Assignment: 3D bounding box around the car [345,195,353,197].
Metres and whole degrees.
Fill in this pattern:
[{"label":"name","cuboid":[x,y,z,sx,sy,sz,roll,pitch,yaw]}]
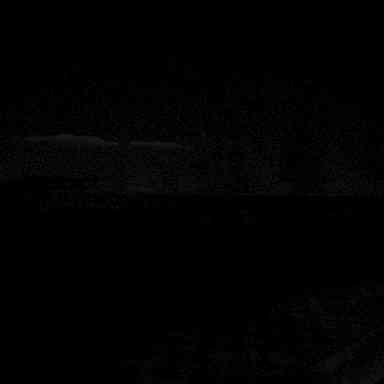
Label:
[{"label":"car","cuboid":[40.331,1.452,85.595,1.812,1.442,4.674,0,0,5]}]
